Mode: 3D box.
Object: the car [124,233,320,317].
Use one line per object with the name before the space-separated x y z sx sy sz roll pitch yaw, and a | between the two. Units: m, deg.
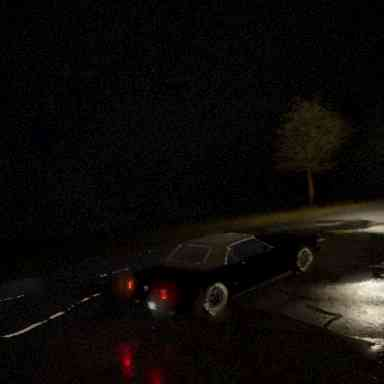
car | 0.924 1.619 7.732 4.718 1.301 1.895 -9 0 -38
